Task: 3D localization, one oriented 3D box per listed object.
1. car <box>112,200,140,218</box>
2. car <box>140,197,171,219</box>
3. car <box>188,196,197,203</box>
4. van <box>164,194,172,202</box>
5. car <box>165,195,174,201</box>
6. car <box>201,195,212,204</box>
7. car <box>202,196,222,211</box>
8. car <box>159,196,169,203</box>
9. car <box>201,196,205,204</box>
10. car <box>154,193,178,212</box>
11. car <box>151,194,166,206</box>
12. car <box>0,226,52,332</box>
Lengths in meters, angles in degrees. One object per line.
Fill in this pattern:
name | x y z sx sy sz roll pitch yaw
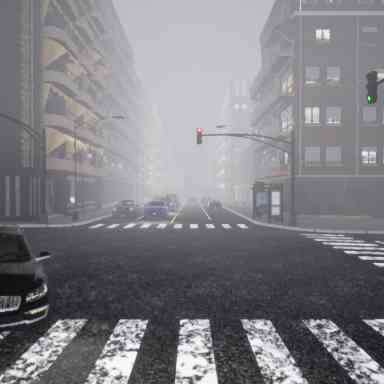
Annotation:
car | -5.700 1.437 29.265 1.967 1.590 4.097 0 0 0
car | -3.095 1.474 29.347 1.882 1.535 5.008 0 0 -1
car | 0.082 1.559 69.764 1.994 1.385 4.181 0 0 0
van | -5.712 1.335 80.014 1.690 1.788 3.998 0 0 0
car | -5.713 1.543 85.652 2.008 1.369 4.403 0 0 0
car | 2.672 1.435 63.094 1.967 1.590 4.097 0 0 0
car | 2.678 1.547 40.539 2.008 1.369 4.403 0 0 0
car | -5.709 1.520 68.566 1.752 1.417 4.829 0 0 0
car | 2.677 1.541 46.177 1.887 1.381 4.507 0 0 0
car | -3.097 1.348 38.974 2.097 1.767 4.553 0 0 0
car | -5.708 1.311 57.458 2.192 1.841 5.009 0 0 0
car | -4.178 1.509 6.733 1.837 1.490 4.892 4 -2 -34
